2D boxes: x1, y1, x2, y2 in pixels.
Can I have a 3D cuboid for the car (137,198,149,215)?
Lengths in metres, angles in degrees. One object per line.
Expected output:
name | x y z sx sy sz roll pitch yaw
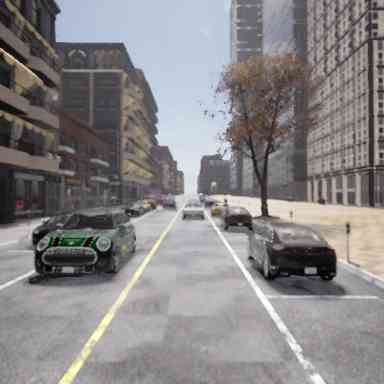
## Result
car | -5.658 1.599 32.049 1.947 1.339 4.313 1 0 0

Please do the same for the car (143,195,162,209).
car | -5.645 1.362 43.189 2.192 1.841 5.009 1 0 0

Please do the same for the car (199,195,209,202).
car | 2.756 1.535 76.599 1.967 1.590 4.097 1 0 0

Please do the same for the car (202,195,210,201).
car | 2.735 1.607 48.752 2.008 1.369 4.403 1 0 0

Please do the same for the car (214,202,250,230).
car | 2.715 1.573 20.902 2.008 1.369 4.403 1 0 0

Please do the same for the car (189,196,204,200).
car | 0.128 1.593 40.887 2.033 1.411 5.357 0 0 0

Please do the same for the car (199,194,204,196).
car | 2.748 1.519 65.459 1.967 1.590 4.097 1 0 0

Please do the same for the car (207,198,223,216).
car | 2.723 1.561 32.212 1.752 1.417 4.829 1 0 0

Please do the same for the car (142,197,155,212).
car | -5.653 1.565 37.448 1.752 1.417 4.829 1 0 0

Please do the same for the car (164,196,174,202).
car | -5.622 1.652 82.175 2.008 1.369 4.403 1 0 0

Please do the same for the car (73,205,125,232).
car | -5.665 1.571 20.910 2.008 1.369 4.403 1 0 0

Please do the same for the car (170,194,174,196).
car | -5.626 1.658 76.606 1.947 1.339 4.313 1 0 0

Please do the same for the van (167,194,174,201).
van | -5.614 1.450 87.746 1.690 1.788 3.998 1 0 0

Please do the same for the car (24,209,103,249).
car | -5.669 1.580 15.340 1.947 1.339 4.313 1 0 0

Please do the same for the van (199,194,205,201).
van | 2.770 1.461 93.309 1.690 1.788 3.998 1 0 0

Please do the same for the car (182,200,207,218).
car | 0.119 1.633 29.895 1.895 1.301 4.718 0 0 0

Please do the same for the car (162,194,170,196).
car | -5.634 1.384 59.897 2.192 1.841 5.009 1 0 0

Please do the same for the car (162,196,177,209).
car | -3.059 1.651 45.370 1.895 1.301 4.718 0 0 0

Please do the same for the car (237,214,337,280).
car | 2.707 1.561 9.763 2.008 1.369 4.403 1 0 0

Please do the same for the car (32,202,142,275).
car | -3.096 1.363 10.576 2.097 1.767 4.553 0 0 0

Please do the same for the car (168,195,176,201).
car | -5.613 1.643 93.145 1.752 1.417 4.829 1 0 0
